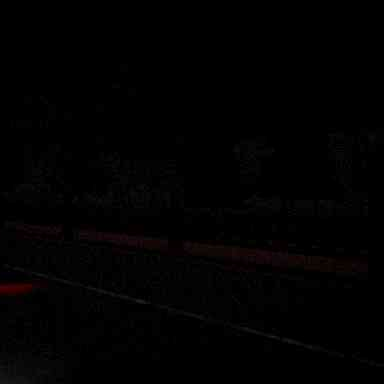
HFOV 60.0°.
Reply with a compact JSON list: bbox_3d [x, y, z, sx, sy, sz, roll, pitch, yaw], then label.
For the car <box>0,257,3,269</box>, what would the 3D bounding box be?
[{"bbox_3d":[-7.218,1.476,9.008,5.357,1.411,2.033,0,0,35],"label":"car"}]
